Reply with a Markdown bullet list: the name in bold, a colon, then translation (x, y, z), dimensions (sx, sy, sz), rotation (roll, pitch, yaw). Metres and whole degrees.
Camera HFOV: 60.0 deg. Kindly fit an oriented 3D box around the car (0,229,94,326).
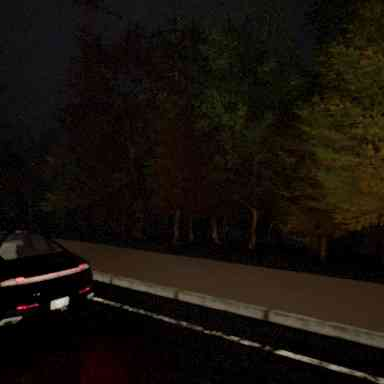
- **car**: translation (-4.012, 1.494, 6.540), dimensions (4.902, 1.511, 2.128), rotation (0, 0, 35)
